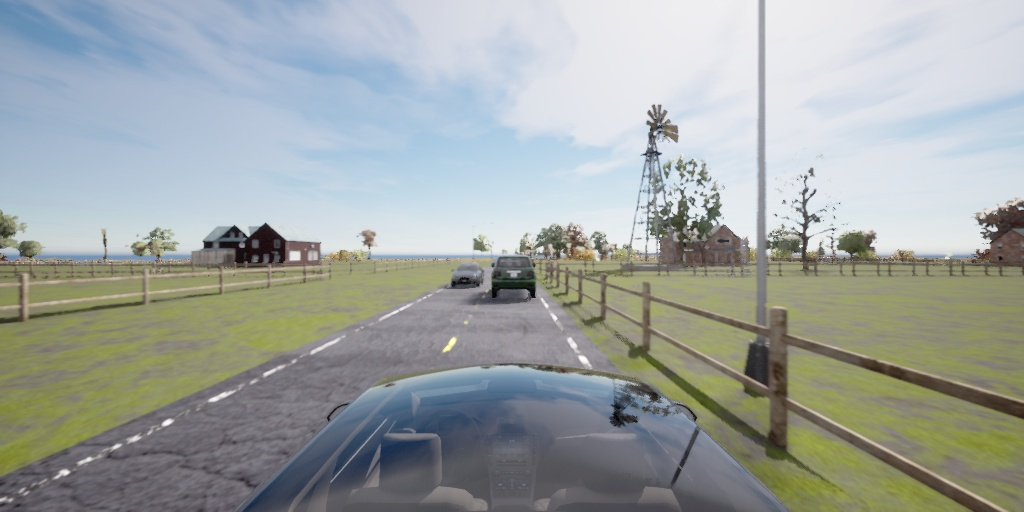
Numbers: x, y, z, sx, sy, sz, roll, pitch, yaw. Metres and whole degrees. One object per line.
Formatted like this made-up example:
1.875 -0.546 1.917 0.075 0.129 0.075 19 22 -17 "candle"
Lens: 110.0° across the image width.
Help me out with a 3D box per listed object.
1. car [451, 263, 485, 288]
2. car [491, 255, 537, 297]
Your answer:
-2.857 1.230 23.829 1.837 1.490 4.892 0 0 0 "car"
0.086 0.953 18.820 2.150 2.045 5.566 0 0 0 "car"
